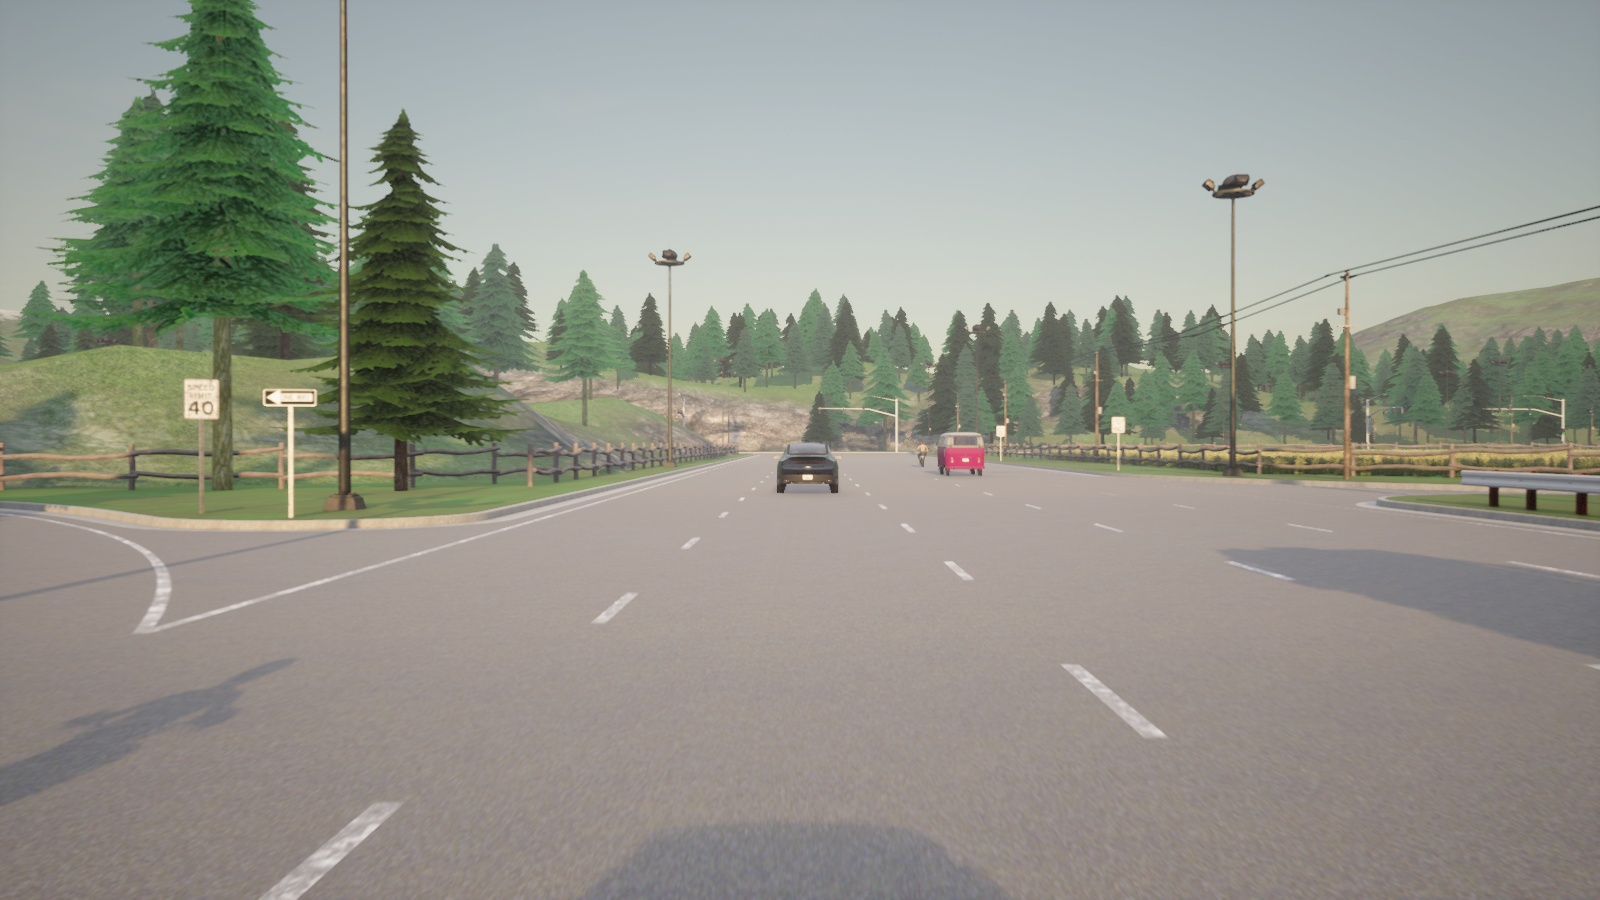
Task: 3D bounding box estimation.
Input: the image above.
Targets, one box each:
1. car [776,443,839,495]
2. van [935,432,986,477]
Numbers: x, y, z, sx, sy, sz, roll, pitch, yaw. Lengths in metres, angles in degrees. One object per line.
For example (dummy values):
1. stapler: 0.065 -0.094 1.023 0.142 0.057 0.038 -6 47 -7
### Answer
1. car: 0.234 0.533 38.766 1.837 1.490 4.892 0 0 0
2. van: 7.341 0.181 57.720 1.775 1.987 4.442 0 0 0
